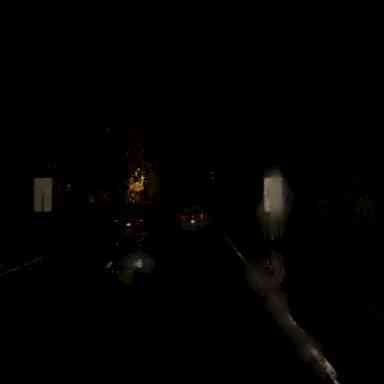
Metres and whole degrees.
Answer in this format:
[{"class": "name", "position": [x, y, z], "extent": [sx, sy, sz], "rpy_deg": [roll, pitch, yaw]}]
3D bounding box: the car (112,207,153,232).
[{"class": "car", "position": [-3.582, 1.661, 20.670], "extent": [1.994, 1.385, 4.181], "rpy_deg": [0, 0, 0]}]

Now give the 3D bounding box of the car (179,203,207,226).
[{"class": "car", "position": [0.072, 1.720, 24.516], "extent": [1.895, 1.301, 4.718], "rpy_deg": [0, 0, 0]}]

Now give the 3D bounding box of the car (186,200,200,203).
[{"class": "car", "position": [0.094, 1.739, 43.331], "extent": [2.128, 1.511, 4.902], "rpy_deg": [0, 0, 0]}]
